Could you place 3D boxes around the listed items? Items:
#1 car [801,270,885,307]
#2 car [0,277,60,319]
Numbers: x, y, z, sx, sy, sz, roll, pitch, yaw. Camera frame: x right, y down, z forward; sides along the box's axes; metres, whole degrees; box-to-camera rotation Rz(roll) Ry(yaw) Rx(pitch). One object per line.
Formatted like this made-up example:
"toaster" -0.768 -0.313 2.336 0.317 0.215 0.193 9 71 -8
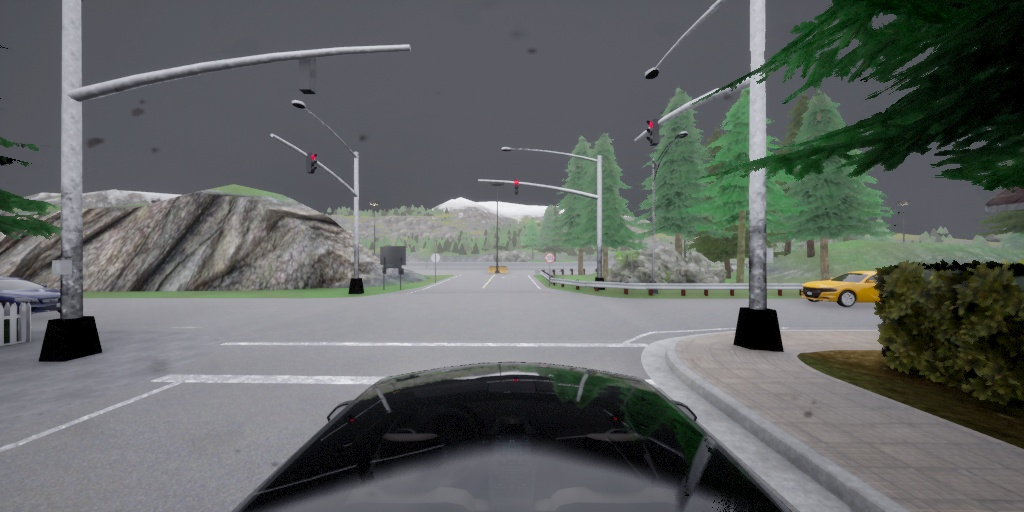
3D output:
"car" 15.954 1.419 16.204 5.008 1.535 1.882 0 0 0
"car" -18.279 1.467 12.689 4.674 1.442 1.812 0 0 0
